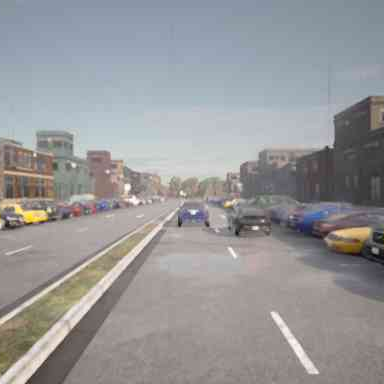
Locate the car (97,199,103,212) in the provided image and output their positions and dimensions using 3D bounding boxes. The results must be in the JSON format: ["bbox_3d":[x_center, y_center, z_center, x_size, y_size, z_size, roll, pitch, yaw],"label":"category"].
[{"bbox_3d":[-12.786,1.687,36.873,4.792,1.488,2.163,0,-1,0],"label":"car"}]

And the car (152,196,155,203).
[{"bbox_3d":[-12.693,2.245,84.232,5.008,1.535,2.097,0,-1,0],"label":"car"}]

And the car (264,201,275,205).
[{"bbox_3d":[7.664,1.563,22.589,4.792,1.488,2.163,0,0,0],"label":"car"}]

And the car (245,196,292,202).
[{"bbox_3d":[7.662,1.325,28.105,5.566,2.045,2.435,0,0,0],"label":"car"}]

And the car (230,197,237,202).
[{"bbox_3d":[7.627,1.742,41.924,4.674,1.452,2.002,0,-1,0],"label":"car"}]

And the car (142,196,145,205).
[{"bbox_3d":[-12.677,2.042,67.567,4.792,1.488,2.163,0,-1,0],"label":"car"}]

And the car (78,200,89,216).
[{"bbox_3d":[-12.771,1.605,31.316,5.008,1.535,2.097,0,0,0],"label":"car"}]

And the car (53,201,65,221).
[{"bbox_3d":[-12.748,1.431,25.768,4.553,1.767,2.185,0,-1,0],"label":"car"}]

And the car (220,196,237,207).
[{"bbox_3d":[7.443,1.789,50.159,5.366,1.575,1.946,0,-1,0],"label":"car"}]

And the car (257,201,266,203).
[{"bbox_3d":[7.631,1.594,25.346,4.674,1.452,2.002,0,0,0],"label":"car"}]

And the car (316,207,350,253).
[{"bbox_3d":[7.452,1.458,11.562,5.366,1.575,1.946,0,0,0],"label":"car"}]

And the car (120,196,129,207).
[{"bbox_3d":[-12.740,1.806,50.770,4.892,1.521,2.231,0,-1,0],"label":"car"}]

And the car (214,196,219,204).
[{"bbox_3d":[7.574,1.715,63.951,5.566,2.045,2.435,0,-1,0],"label":"car"}]

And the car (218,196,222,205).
[{"bbox_3d":[7.800,1.890,58.436,5.366,1.575,1.946,0,-1,0],"label":"car"}]

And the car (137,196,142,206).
[{"bbox_3d":[-12.743,1.689,62.011,5.566,2.045,2.435,0,-1,0],"label":"car"}]

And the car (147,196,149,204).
[{"bbox_3d":[-12.882,2.086,73.125,5.366,1.575,1.946,0,-1,0],"label":"car"}]

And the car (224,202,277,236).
[{"bbox_3d":[3.096,1.527,18.614,1.837,1.490,4.892,0,0,0],"label":"car"}]

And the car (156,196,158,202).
[{"bbox_3d":[-12.668,2.070,89.794,5.566,2.045,2.435,0,-1,0],"label":"car"}]

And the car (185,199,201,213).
[{"bbox_3d":[0.089,1.691,41.081,1.882,1.535,5.008,0,0,0],"label":"car"}]

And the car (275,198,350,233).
[{"bbox_3d":[7.667,1.387,19.832,4.553,1.767,2.185,0,0,0],"label":"car"}]

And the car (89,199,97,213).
[{"bbox_3d":[-12.755,1.632,34.096,4.892,1.521,2.231,0,-1,0],"label":"car"}]

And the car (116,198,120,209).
[{"bbox_3d":[-12.740,1.783,45.211,4.674,1.452,2.002,0,-1,0],"label":"car"}]

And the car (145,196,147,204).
[{"bbox_3d":[-12.671,2.080,70.345,4.792,1.488,2.163,0,-1,0],"label":"car"}]

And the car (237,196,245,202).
[{"bbox_3d":[7.600,1.522,36.375,4.553,1.767,2.185,0,-1,0],"label":"car"}]

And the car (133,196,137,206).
[{"bbox_3d":[-12.752,1.779,59.197,4.553,1.767,2.185,0,-1,0],"label":"car"}]

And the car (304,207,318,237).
[{"bbox_3d":[7.634,1.515,14.319,4.674,1.452,2.002,0,0,0],"label":"car"}]

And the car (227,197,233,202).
[{"bbox_3d":[7.600,1.760,44.646,4.792,1.488,2.163,0,-1,0],"label":"car"}]

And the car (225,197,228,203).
[{"bbox_3d":[7.599,1.790,47.401,4.792,1.488,2.163,0,-1,0],"label":"car"}]

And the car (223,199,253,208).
[{"bbox_3d":[7.650,1.888,55.678,4.792,1.488,2.163,0,-1,0],"label":"car"}]

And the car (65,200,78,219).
[{"bbox_3d":[-12.741,1.610,28.538,4.792,1.488,2.163,0,0,0],"label":"car"}]

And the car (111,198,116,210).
[{"bbox_3d":[-12.753,1.716,42.557,4.892,1.521,2.231,0,-1,0],"label":"car"}]

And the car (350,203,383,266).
[{"bbox_3d":[7.610,1.205,8.810,5.566,2.045,2.435,0,0,0],"label":"car"}]

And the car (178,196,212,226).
[{"bbox_3d":[0.095,1.415,24.052,2.097,1.767,4.553,0,-1,0],"label":"car"}]

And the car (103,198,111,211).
[{"bbox_3d":[-12.746,1.686,39.778,5.008,1.535,2.097,0,-1,0],"label":"car"}]

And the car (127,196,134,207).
[{"bbox_3d":[-12.722,1.910,56.325,4.674,1.452,2.002,0,-1,0],"label":"car"}]

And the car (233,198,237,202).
[{"bbox_3d":[7.660,1.703,39.130,4.792,1.488,2.163,0,-1,0],"label":"car"}]

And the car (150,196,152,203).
[{"bbox_3d":[-12.692,2.165,78.557,5.008,1.535,2.097,0,-1,0],"label":"car"}]

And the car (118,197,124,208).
[{"bbox_3d":[-12.767,1.803,47.990,4.792,1.488,2.163,0,-1,0],"label":"car"}]

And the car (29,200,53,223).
[{"bbox_3d":[-12.965,1.531,23.105,5.366,1.575,1.946,0,0,0],"label":"car"}]

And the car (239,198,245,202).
[{"bbox_3d":[7.627,1.622,33.617,5.008,1.535,2.097,0,-1,0],"label":"car"}]

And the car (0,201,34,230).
[{"bbox_3d":[-12.790,1.512,20.325,4.892,1.521,2.231,0,0,0],"label":"car"}]
